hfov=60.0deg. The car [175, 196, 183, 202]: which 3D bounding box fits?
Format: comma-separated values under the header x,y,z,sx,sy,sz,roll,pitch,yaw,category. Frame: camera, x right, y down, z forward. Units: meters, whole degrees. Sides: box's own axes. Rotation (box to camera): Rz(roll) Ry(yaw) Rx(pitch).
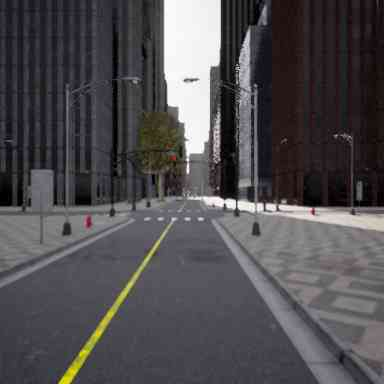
x,y,z,sx,sy,sz,roll,pitch,yaw,category
-3.023,1.681,81.001,2.033,1.411,5.357,0,0,0,car
